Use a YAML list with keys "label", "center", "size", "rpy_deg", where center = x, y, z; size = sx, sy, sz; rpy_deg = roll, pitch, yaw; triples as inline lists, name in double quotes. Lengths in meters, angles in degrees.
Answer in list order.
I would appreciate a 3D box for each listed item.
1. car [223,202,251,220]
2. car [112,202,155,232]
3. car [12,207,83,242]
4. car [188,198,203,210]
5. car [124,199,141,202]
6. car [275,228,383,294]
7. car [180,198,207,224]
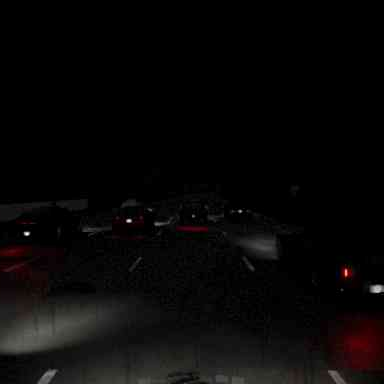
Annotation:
- label: "car"
  center: [3.611, 1.505, 27.337]
  size: [2.033, 1.411, 5.357]
  rpy_deg: [0, 0, 0]
- label: "car"
  center: [-3.400, 1.533, 19.963]
  size: [1.994, 1.385, 4.181]
  rpy_deg: [0, 0, 0]
- label: "car"
  center: [-6.900, 1.479, 16.331]
  size: [1.837, 1.490, 4.892]
  rpy_deg: [0, 0, 0]
- label: "car"
  center: [0.453, 1.461, 42.077]
  size: [1.812, 1.442, 4.674]
  rpy_deg: [0, 0, 2]
- label: "car"
  center: [-6.717, 1.468, 37.319]
  size: [1.812, 1.442, 4.674]
  rpy_deg: [0, 0, 1]
- label: "car"
  center: [3.600, 1.587, 8.678]
  size: [1.895, 1.301, 4.718]
  rpy_deg: [0, 0, 0]
- label: "car"
  center: [0.105, 1.440, 24.469]
  size: [1.882, 1.535, 5.008]
  rpy_deg: [0, 0, 0]
